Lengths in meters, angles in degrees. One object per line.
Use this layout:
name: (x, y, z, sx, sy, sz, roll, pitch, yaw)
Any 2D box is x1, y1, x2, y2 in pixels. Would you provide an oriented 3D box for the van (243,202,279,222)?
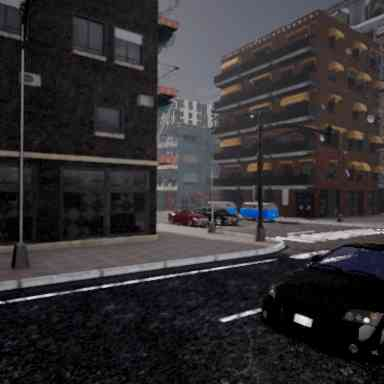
van: (6.405, 1.905, 32.052, 1.690, 1.788, 3.998, 0, -1, -36)

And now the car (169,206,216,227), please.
car: (-0.337, 2.071, 27.134, 1.802, 1.307, 4.206, 0, -1, -36)

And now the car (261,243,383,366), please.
car: (3.182, 1.643, 5.833, 4.181, 1.385, 1.994, 1, 0, -36)

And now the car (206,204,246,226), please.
car: (2.002, 2.011, 28.286, 1.837, 1.490, 4.892, 1, -1, -36)

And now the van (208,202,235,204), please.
van: (3.090, 1.978, 36.568, 1.690, 1.788, 3.998, 0, -1, -36)
